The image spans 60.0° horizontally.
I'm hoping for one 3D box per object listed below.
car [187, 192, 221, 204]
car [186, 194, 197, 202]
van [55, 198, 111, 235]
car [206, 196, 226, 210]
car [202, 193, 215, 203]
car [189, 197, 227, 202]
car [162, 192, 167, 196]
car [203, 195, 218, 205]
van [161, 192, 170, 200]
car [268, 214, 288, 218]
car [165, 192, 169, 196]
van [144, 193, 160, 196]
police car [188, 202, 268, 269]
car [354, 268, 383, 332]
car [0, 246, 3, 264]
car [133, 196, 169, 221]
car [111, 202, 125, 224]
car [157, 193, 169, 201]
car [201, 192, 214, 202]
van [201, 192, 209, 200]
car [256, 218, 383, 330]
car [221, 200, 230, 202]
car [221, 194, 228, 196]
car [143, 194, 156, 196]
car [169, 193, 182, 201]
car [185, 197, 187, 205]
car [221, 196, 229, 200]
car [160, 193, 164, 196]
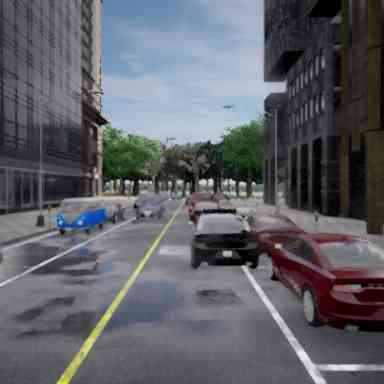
[{"bbox_3d":[0.861,1.024,26.955,2.150,2.045,5.566,0,0,0],"label":"car"},{"bbox_3d":[-0.005,1.120,62.116,1.994,1.385,4.181,0,0,0],"label":"car"},{"bbox_3d":[-5.765,1.210,17.661,1.690,1.788,3.998,0,0,0],"label":"van"},{"bbox_3d":[2.758,1.263,39.412,2.008,1.369,4.403,0,0,0],"label":"car"},{"bbox_3d":[2.756,1.039,55.724,1.967,1.590,4.097,0,0,0],"label":"car"},{"bbox_3d":[0.898,1.323,20.929,1.882,1.535,5.008,0,0,0],"label":"car"},{"bbox_3d":[-5.769,1.165,55.724,1.947,1.339,4.313,0,0,0],"label":"car"},{"bbox_3d":[2.757,1.181,50.287,1.887,1.381,4.507,0,0,0],"label":"car"},{"bbox_3d":[-5.770,0.830,72.035,1.690,1.788,3.998,0,0,0],"label":"van"},{"bbox_3d":[2.761,1.453,12.225,1.887,1.381,4.507,0,0,0],"label":"car"},{"bbox_3d":[-5.769,1.089,60.992,1.752,1.417,4.829,0,0,0],"label":"car"},{"bbox_3d":[-5.768,1.016,44.848,1.690,1.788,3.998,0,0,0],"label":"van"},{"bbox_3d":[0.899,1.343,11.039,1.930,1.638,5.238,0,0,0],"label":"police car"},{"bbox_3d":[2.762,1.540,1.350,2.008,1.369,4.403,0,0,0],"label":"car"},{"bbox_3d":[-5.764,1.476,6.617,1.752,1.417,4.829,0,0,0],"label":"car"},{"bbox_3d":[-3.101,1.303,25.576,2.128,1.511,4.902,0,0,0],"label":"car"},{"bbox_3d":[-5.766,1.380,23.100,2.008,1.369,4.403,0,0,0],"label":"car"},{"bbox_3d":[-5.770,0.966,66.598,1.967,1.590,4.097,0,0,0],"label":"car"},{"bbox_3d":[2.756,0.877,61.161,2.192,1.841,5.009,0,0,0],"label":"car"},{"bbox_3d":[2.755,0.830,72.036,1.690,1.788,3.998,0,0,0],"label":"van"},{"bbox_3d":[2.761,1.493,6.788,1.887,1.381,4.507,0,0,0],"label":"car"},{"bbox_3d":[2.760,1.393,17.832,1.752,1.417,4.829,0,0,0],"label":"car"},{"bbox_3d":[2.758,1.066,33.973,2.192,1.841,5.009,0,0,0],"label":"car"},{"bbox_3d":[-5.767,1.279,39.412,1.947,1.339,4.313,0,0,0],"label":"car"},{"bbox_3d":[-3.013,1.039,66.200,1.837,1.490,4.892,0,1,0],"label":"car"},{"bbox_3d":[0.005,1.143,48.114,2.128,1.511,4.902,0,0,0],"label":"car"},{"bbox_3d":[2.759,1.314,28.707,1.752,1.417,4.829,0,0,0],"label":"car"},{"bbox_3d":[-5.768,1.163,50.117,1.752,1.417,4.829,0,0,0],"label":"car"}]
